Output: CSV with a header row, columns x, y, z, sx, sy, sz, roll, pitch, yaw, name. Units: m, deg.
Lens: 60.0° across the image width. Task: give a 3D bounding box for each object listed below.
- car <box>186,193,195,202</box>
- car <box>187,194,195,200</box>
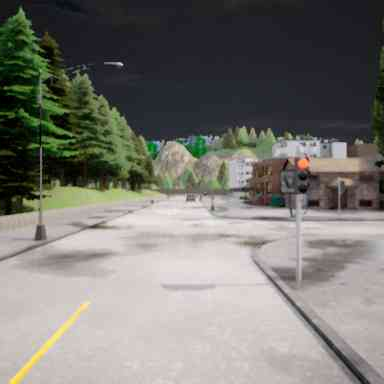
x,y,z,sx,sy,sz,roll,pitch,yaw,name
-0.259,1.308,68.307,2.128,1.511,4.902,0,0,0,car
-0.299,1.121,78.726,1.837,1.490,4.892,0,0,0,car
